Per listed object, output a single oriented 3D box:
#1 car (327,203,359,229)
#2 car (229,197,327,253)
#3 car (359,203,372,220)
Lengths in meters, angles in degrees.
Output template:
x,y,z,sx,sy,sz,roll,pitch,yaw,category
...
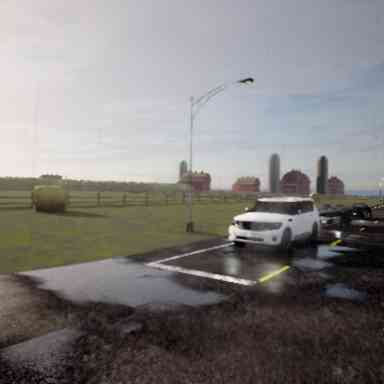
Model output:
x,y,z,sx,sy,sz,roll,pitch,yaw,category
9.602,1.597,22.650,2.128,1.511,4.902,1,0,35,car
3.793,1.252,14.450,2.150,2.045,5.566,1,0,38,car
15.423,1.746,30.844,1.994,1.385,4.181,1,0,35,car
